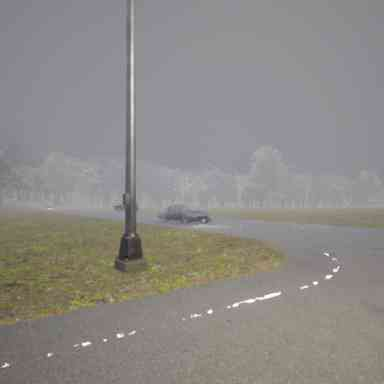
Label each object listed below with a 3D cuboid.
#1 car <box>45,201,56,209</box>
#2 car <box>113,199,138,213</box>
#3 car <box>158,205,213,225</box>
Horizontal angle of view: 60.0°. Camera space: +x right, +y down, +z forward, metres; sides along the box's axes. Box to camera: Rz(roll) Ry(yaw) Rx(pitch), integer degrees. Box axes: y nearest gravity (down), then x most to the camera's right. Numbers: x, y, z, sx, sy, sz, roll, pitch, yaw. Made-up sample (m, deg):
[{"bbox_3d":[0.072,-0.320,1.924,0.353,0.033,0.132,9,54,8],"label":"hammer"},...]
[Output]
[{"bbox_3d":[-30.223,2.752,70.900,2.128,1.511,4.902,2,-2,-28],"label":"car"},{"bbox_3d":[-10.306,2.173,51.557,2.150,2.045,5.566,3,-3,-35],"label":"car"},{"bbox_3d":[-0.679,1.728,25.912,2.033,1.411,5.357,3,-3,-35],"label":"car"}]
